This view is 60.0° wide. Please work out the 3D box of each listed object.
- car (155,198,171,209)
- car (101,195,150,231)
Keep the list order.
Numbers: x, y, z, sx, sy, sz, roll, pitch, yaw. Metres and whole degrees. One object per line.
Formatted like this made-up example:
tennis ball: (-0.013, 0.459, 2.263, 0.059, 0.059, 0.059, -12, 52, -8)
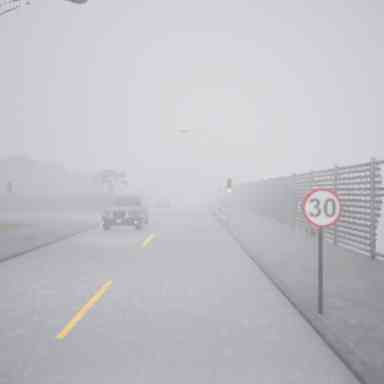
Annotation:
car: (-3.986, 1.553, 46.533, 1.812, 1.442, 4.674, 0, 0, 0)
car: (-3.994, 1.228, 20.927, 2.150, 2.045, 5.566, 0, 0, 0)
